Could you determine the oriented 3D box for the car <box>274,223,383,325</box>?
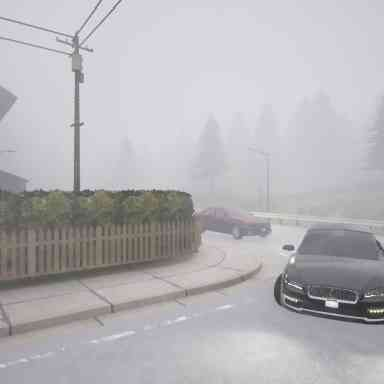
[{"bbox_3d":[3.272,1.505,7.377,1.837,1.490,4.892,0,0,27],"label":"car"}]

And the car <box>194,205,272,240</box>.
[{"bbox_3d":[1.975,1.478,17.513,1.882,1.535,5.008,0,0,-33],"label":"car"}]
